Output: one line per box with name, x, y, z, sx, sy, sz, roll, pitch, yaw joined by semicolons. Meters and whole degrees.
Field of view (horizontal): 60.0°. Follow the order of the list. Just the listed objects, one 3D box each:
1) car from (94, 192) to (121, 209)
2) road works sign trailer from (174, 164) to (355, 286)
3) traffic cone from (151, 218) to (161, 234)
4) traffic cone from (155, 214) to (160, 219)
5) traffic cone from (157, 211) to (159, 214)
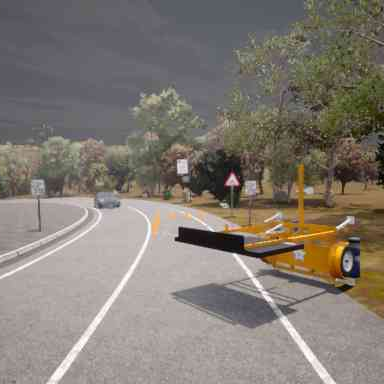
car;-8.815;0.766;34.416;2.097;1.767;4.553;-3;2;-24
road works sign trailer;1.687;0.774;7.440;3.560;2.880;2.380;-1;1;-38
traffic cone;-1.861;1.751;16.525;0.340;0.580;0.340;-1;2;-4
traffic cone;-2.009;1.694;18.519;0.340;0.580;0.340;-1;2;-4
traffic cone;-2.159;1.636;20.511;0.340;0.580;0.340;-1;2;-4
